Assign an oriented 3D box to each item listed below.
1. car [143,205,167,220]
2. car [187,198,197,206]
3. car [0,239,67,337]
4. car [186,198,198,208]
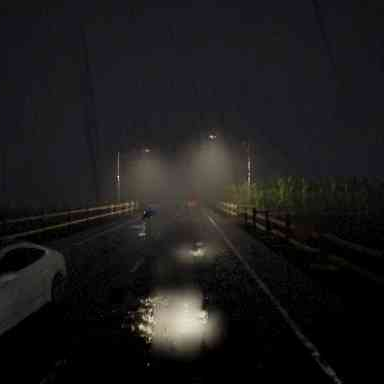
[{"bbox_3d":[-3.514,1.917,31.672,1.895,1.301,4.718,0,-1,0],"label":"car"},{"bbox_3d":[-0.032,2.133,70.920,2.128,1.511,4.902,0,-1,0],"label":"car"},{"bbox_3d":[-3.592,1.576,5.448,1.812,1.442,4.674,0,-1,0],"label":"car"},{"bbox_3d":[-0.028,1.945,60.854,2.097,1.767,4.553,0,-1,0],"label":"car"}]
